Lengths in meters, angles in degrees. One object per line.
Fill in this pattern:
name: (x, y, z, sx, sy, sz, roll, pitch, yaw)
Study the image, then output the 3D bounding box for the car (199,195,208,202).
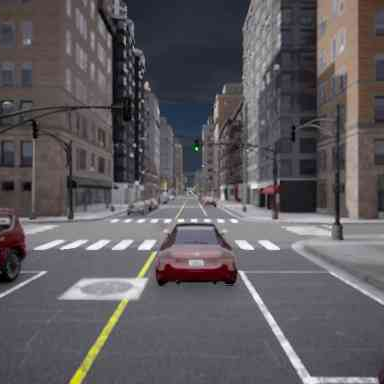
car: (2.648, 1.481, 77.184, 1.752, 1.417, 4.829, 0, 0, 0)

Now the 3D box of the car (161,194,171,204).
car: (-5.379, 1.536, 60.658, 1.947, 1.339, 4.313, 0, 0, 0)

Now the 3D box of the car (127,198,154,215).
car: (-5.383, 1.539, 33.388, 2.008, 1.369, 4.403, 0, 0, 0)

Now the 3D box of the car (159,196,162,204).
car: (-5.381, 1.508, 44.126, 1.752, 1.417, 4.829, 0, 0, 0)

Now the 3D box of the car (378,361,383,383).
car: (2.638, 1.581, 1.502, 1.802, 1.307, 4.206, 0, 0, 0)

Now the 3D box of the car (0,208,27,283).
car: (-5.386, 1.313, 6.925, 2.192, 1.841, 5.009, 0, 0, 0)

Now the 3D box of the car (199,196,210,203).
car: (2.647, 1.511, 71.559, 2.008, 1.369, 4.403, 0, 0, 0)

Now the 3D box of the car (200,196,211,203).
car: (2.647, 1.510, 66.105, 1.887, 1.381, 4.507, 0, 0, 0)

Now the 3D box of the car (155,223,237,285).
car: (0.101, 1.560, 9.464, 1.994, 1.385, 4.181, 0, 0, 0)

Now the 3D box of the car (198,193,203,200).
car: (2.646, 1.409, 60.651, 1.967, 1.590, 4.097, 0, 0, 0)

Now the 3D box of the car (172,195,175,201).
car: (-5.376, 1.479, 82.303, 1.752, 1.417, 4.829, 0, 0, 0)

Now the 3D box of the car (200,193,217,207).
car: (2.645, 1.418, 49.742, 1.967, 1.590, 4.097, 0, 0, 0)

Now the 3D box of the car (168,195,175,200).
car: (-5.376, 1.534, 87.926, 1.802, 1.307, 4.206, 0, 0, 0)

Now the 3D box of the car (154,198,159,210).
car: (-5.382, 1.530, 38.843, 1.887, 1.381, 4.507, 0, 0, 0)

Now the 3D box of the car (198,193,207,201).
car: (2.648, 1.266, 87.922, 2.192, 1.841, 5.009, 0, 0, 0)
